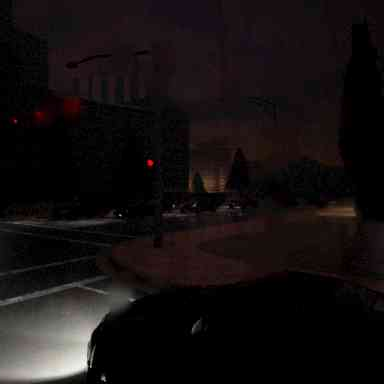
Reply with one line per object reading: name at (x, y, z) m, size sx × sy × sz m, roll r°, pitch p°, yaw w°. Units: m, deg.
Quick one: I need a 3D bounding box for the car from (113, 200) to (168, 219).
car at (-4.600, 1.601, 29.079) m, size 1.895 × 1.301 × 4.718 m, roll 0°, pitch 0°, yaw 36°

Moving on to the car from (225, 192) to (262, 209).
car at (7.016, 1.221, 45.069) m, size 2.150 × 2.045 × 5.566 m, roll 0°, pitch 0°, yaw 36°

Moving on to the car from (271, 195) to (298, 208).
car at (13.639, 1.547, 47.907) m, size 2.033 × 1.411 × 5.357 m, roll 0°, pitch 0°, yaw 36°

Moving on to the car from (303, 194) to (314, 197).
car at (21.366, 1.505, 58.559) m, size 1.837 × 1.490 × 4.892 m, roll 0°, pitch 0°, yaw 36°

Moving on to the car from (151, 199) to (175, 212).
car at (-3.884, 1.505, 36.023) m, size 1.837 × 1.490 × 4.892 m, roll 0°, pitch 0°, yaw 36°

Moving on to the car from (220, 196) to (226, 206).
car at (1.854, 1.547, 43.926) m, size 2.033 × 1.411 × 5.357 m, roll 0°, pitch 0°, yaw 36°

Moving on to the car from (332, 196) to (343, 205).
car at (24.487, 1.492, 56.901) m, size 2.128 × 1.511 × 4.902 m, roll 0°, pitch 0°, yaw 36°

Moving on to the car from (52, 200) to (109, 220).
car at (-9.403, 1.478, 28.435) m, size 1.882 × 1.535 × 5.008 m, roll 0°, pitch 0°, yaw 36°

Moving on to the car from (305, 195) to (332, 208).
car at (18.610, 1.564, 48.816) m, size 1.994 × 1.385 × 4.181 m, roll 0°, pitch 0°, yaw 37°

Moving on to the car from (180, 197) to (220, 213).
car at (0.717, 1.352, 36.409) m, size 2.097 × 1.767 × 4.553 m, roll 0°, pitch 0°, yaw 36°

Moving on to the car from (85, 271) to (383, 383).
car at (0.837, 1.564, 3.403) m, size 4.181 × 1.385 × 1.994 m, roll 0°, pitch 0°, yaw 35°
